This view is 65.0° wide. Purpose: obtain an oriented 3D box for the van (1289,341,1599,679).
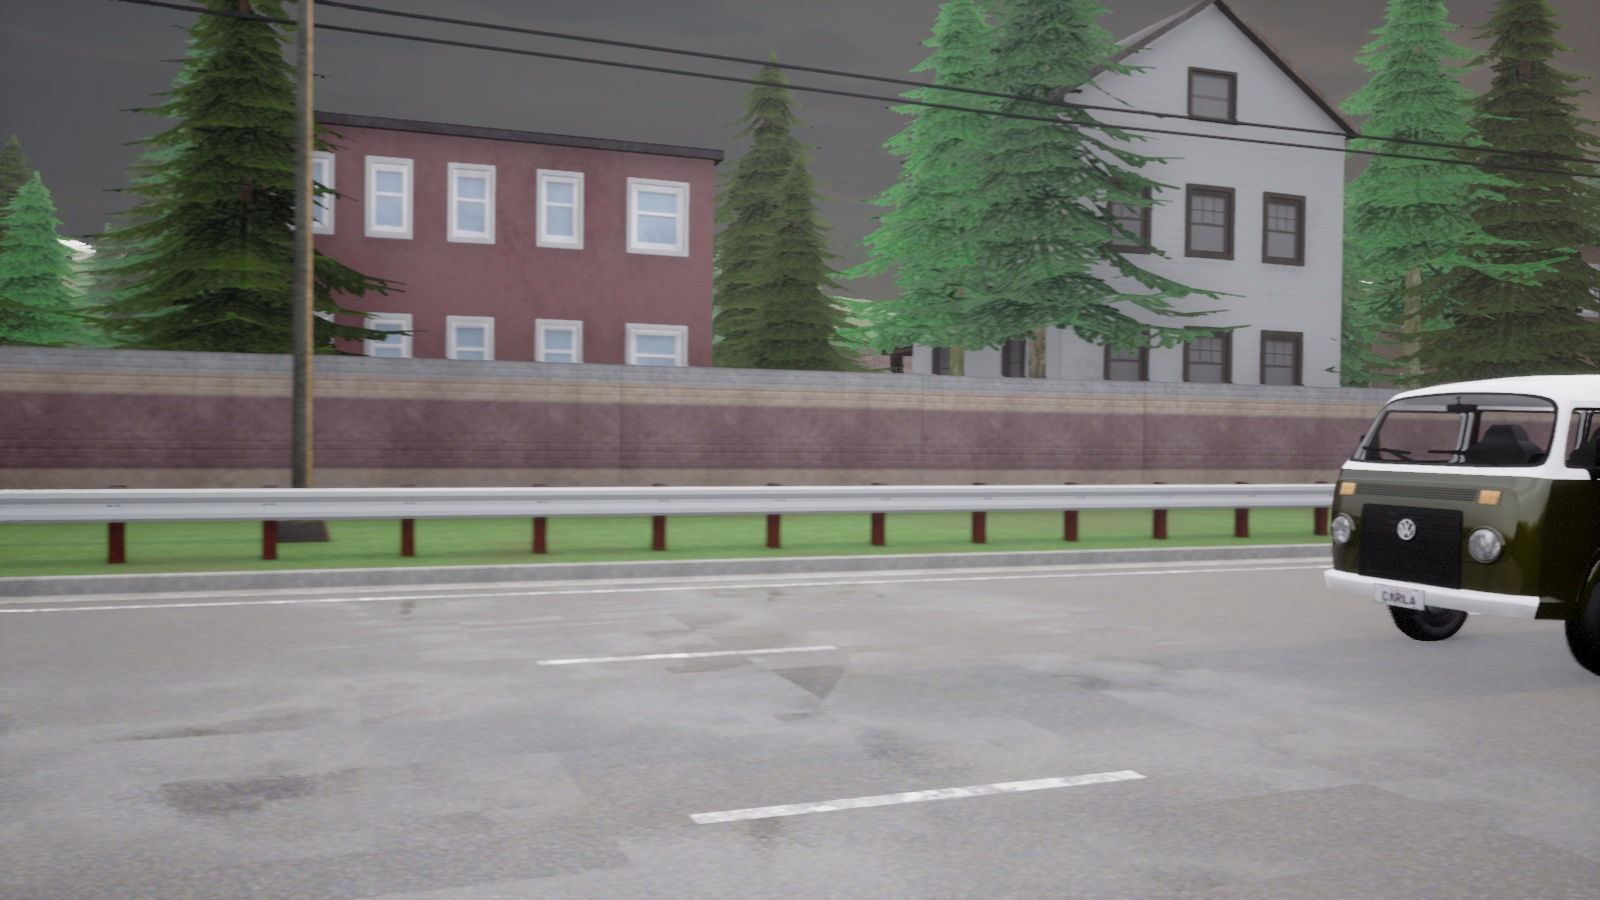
[{"bbox_3d":[6.158,0.321,9.318,4.480,2.038,2.069,-1,1,-21],"label":"van"}]
